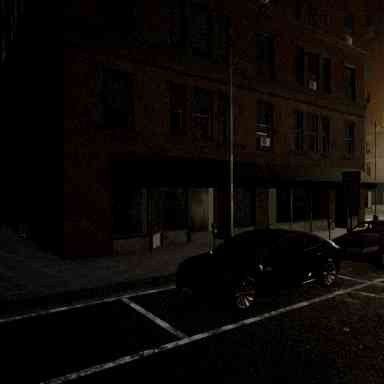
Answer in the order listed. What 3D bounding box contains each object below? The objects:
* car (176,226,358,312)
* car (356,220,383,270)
[{"bbox_3d":[1.683,1.566,7.714,4.313,1.339,1.947,0,0,-35],"label":"car"},{"bbox_3d":[6.173,1.582,10.894,4.206,1.307,1.802,0,0,-35],"label":"car"}]
